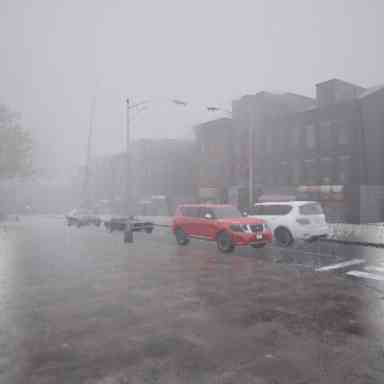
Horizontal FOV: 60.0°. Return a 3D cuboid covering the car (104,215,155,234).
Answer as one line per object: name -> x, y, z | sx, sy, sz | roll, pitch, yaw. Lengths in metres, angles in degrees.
car -> -4.556, 2.291, 23.841 | 1.895, 1.301, 4.718 | 0, -2, -36

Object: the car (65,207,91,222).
car -> -14.977, 2.913, 43.527 | 2.097, 1.767, 4.553 | 0, -2, -35

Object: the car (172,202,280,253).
car -> 1.160, 1.566, 15.837 | 2.150, 2.045, 5.566 | 0, -2, -35

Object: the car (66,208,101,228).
car -> -10.491, 2.441, 32.167 | 2.097, 1.767, 4.553 | 0, -2, -35

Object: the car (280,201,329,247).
car -> 4.054, 1.517, 16.847 | 2.150, 2.045, 5.566 | 0, -2, -36
